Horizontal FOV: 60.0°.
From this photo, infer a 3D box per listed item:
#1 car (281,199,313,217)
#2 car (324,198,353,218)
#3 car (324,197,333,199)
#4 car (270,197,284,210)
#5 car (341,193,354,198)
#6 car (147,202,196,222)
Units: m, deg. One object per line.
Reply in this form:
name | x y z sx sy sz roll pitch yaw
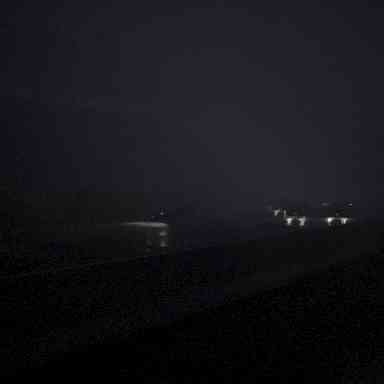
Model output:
car | 10.732 1.598 32.849 2.033 1.411 5.357 0 0 29
car | 13.919 1.586 31.387 2.033 1.411 5.357 0 0 28
car | 28.836 1.641 69.908 1.895 1.301 4.718 0 0 26
car | 12.143 1.619 43.483 2.033 1.411 5.357 0 0 26
car | 31.810 1.289 68.018 2.150 2.045 5.566 0 0 26
car | -1.556 1.594 27.046 1.812 1.442 4.674 0 0 38
